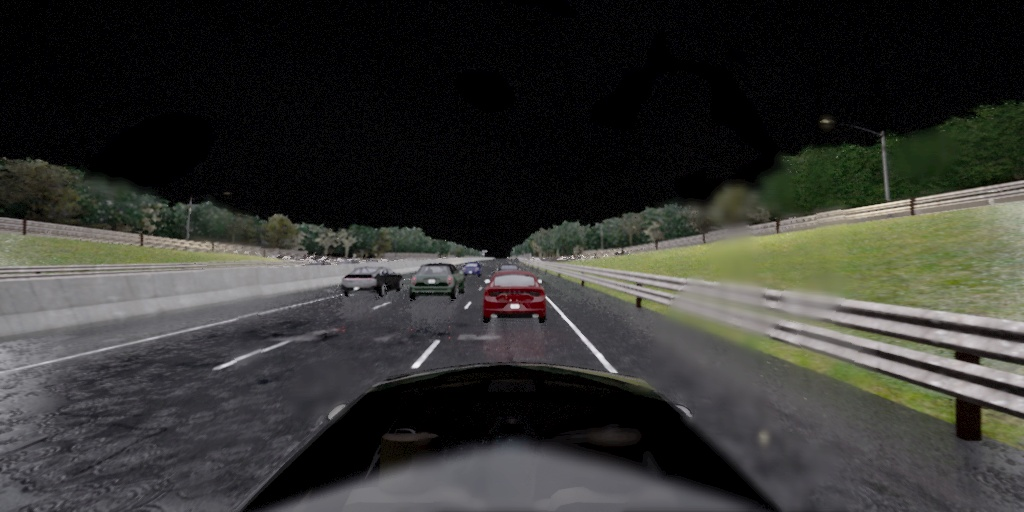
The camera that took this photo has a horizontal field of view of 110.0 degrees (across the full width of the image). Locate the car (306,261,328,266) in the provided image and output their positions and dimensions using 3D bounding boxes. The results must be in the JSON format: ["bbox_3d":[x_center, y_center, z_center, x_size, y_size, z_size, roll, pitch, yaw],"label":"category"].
[{"bbox_3d":[-25.382,1.350,47.151,1.994,1.385,4.181,0,0,-1],"label":"car"}]

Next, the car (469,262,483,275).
[{"bbox_3d":[-3.928,1.317,35.646,1.812,1.442,4.674,0,0,-1],"label":"car"}]

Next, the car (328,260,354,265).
[{"bbox_3d":[-21.893,1.280,47.607,2.128,1.511,4.902,0,0,-1],"label":"car"}]

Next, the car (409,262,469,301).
[{"bbox_3d":[-3.526,1.126,17.690,2.097,1.767,4.553,0,0,-1],"label":"car"}]

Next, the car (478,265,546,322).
[{"bbox_3d":[0.055,1.245,12.391,1.882,1.535,5.008,0,0,-1],"label":"car"}]

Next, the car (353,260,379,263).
[{"bbox_3d":[-18.383,1.336,47.034,2.033,1.411,5.357,0,0,-1],"label":"car"}]

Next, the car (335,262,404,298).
[{"bbox_3d":[-7.042,1.266,18.554,2.128,1.511,4.902,0,0,-1],"label":"car"}]
